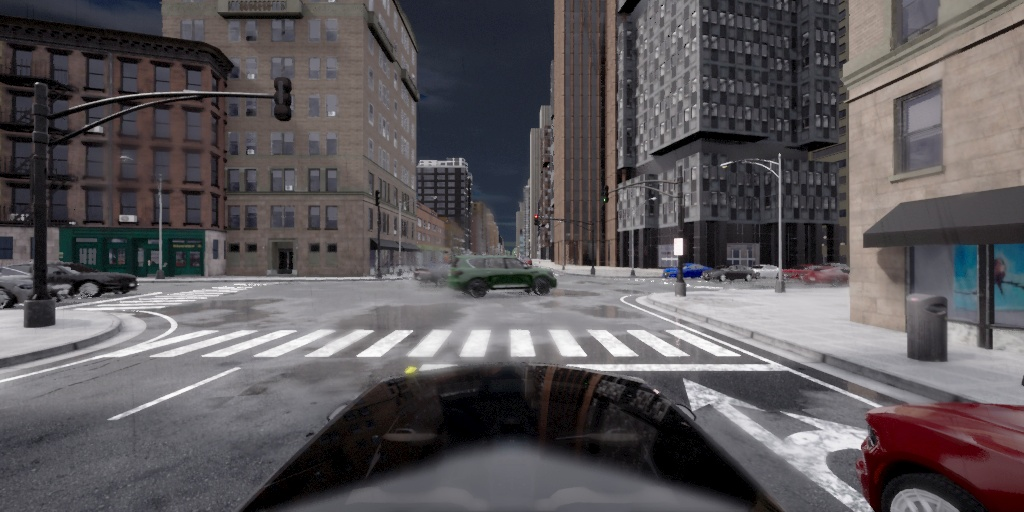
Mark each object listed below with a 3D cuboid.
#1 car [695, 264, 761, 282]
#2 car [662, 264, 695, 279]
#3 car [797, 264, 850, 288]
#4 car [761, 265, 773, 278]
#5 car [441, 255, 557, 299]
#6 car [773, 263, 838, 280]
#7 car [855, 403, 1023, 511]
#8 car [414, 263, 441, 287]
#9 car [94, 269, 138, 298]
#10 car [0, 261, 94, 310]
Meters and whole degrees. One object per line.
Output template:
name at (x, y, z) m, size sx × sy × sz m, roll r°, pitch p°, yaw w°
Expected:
car at (19.283, 1.514, 32.048) m, size 4.892 × 1.490 × 1.837 m, roll 1°, pitch 0°, yaw -17°
car at (17.031, 1.487, 34.791) m, size 5.008 × 1.535 × 1.882 m, roll 1°, pitch 0°, yaw -16°
car at (23.823, 1.535, 26.425) m, size 4.674 × 1.442 × 1.812 m, roll 1°, pitch -1°, yaw -16°
car at (26.014, 1.639, 37.360) m, size 4.674 × 1.442 × 1.812 m, roll 1°, pitch 0°, yaw -15°
car at (-0.509, 0.977, 18.234) m, size 5.566 × 2.045 × 2.150 m, roll 0°, pitch 0°, yaw -20°
car at (28.334, 1.593, 34.618) m, size 5.008 × 1.535 × 1.882 m, roll 1°, pitch 0°, yaw -15°
car at (3.352, 1.228, 0.423) m, size 1.882 × 1.535 × 5.008 m, roll 0°, pitch 0°, yaw 0°
car at (-4.494, 1.246, 24.926) m, size 2.128 × 1.511 × 4.902 m, roll 0°, pitch 0°, yaw 37°
car at (-19.445, 0.995, 15.352) m, size 5.008 × 1.535 × 1.882 m, roll 1°, pitch 0°, yaw -17°
car at (-18.260, 0.995, 12.131) m, size 4.902 × 1.511 × 2.128 m, roll 1°, pitch 0°, yaw -13°
